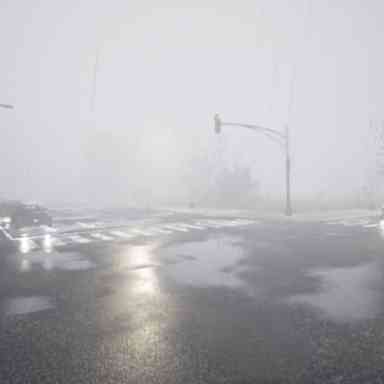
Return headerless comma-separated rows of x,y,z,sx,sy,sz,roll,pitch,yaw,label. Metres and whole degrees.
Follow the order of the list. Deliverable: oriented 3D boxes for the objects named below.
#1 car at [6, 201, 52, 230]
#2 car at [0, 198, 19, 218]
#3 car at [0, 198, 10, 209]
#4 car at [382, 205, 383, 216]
-10.133,1.479,20.862,1.994,1.385,4.181,-2,1,-33,car
-15.888,1.462,29.558,1.994,1.385,4.181,-2,1,-35,car
-25.579,1.466,44.320,1.895,1.301,4.718,-2,1,-33,car
14.735,0.846,22.333,4.553,1.767,2.097,-1,1,-35,car
